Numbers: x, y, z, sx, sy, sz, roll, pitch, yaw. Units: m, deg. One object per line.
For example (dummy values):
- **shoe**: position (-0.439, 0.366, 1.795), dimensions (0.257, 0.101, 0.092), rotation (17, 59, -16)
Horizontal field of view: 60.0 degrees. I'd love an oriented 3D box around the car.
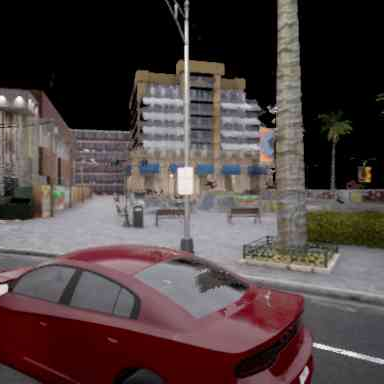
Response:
- **car**: position (-1.118, 1.439, 4.248), dimensions (5.008, 1.535, 1.882), rotation (0, 0, 31)
